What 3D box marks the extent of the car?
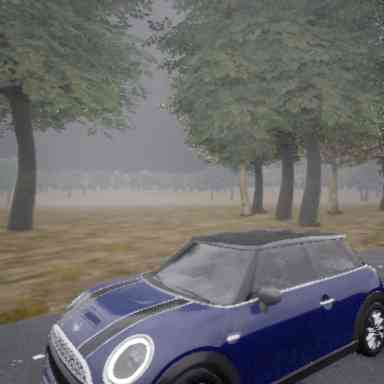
[{"bbox_3d":[0.569,1.345,4.388,4.553,1.767,2.097,0,0,-35],"label":"car"}]
